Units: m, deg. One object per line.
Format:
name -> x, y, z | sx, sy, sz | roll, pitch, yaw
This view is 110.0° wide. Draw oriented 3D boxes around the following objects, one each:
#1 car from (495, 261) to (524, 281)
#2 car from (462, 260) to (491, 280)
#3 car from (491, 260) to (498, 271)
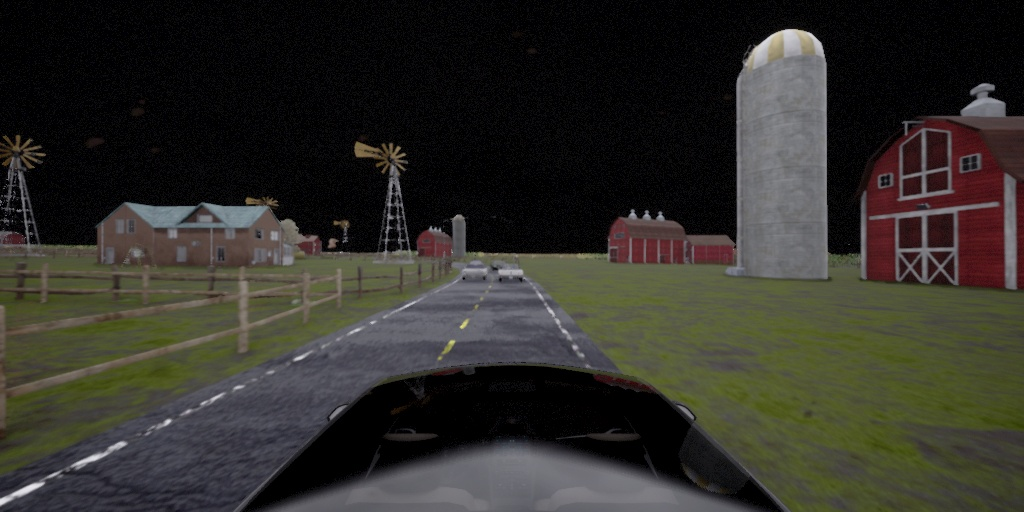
car -> -0.178, 1.265, 28.393 | 1.895, 1.301, 4.718 | 0, 0, -3
car -> -2.990, 1.259, 29.564 | 1.895, 1.301, 4.718 | 0, 0, -2
car -> -1.772, 1.199, 44.253 | 1.895, 1.301, 4.718 | 0, 0, -9
